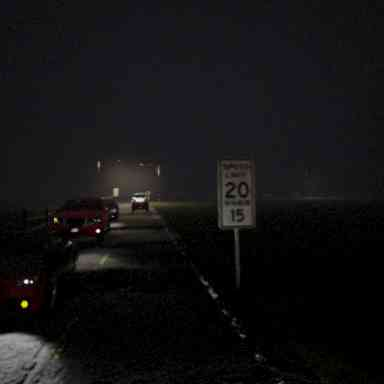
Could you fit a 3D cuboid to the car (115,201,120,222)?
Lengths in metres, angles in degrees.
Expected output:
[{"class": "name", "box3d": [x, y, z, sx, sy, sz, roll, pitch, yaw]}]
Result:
[{"class": "car", "box3d": [-6.914, 1.375, 26.518, 2.097, 1.767, 4.553, -1, 0, -8]}]

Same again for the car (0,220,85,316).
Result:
[{"class": "car", "box3d": [-3.865, 1.602, 7.493, 1.994, 1.385, 4.181, -1, 0, -9]}]

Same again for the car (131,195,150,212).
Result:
[{"class": "car", "box3d": [-5.854, 1.455, 37.829, 2.128, 1.511, 4.902, -1, 0, -9]}]

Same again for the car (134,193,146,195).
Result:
[{"class": "car", "box3d": [-7.441, 1.175, 47.537, 2.150, 2.045, 5.566, -1, 1, -9]}]

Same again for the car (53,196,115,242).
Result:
[{"class": "car", "box3d": [-5.363, 1.253, 16.731, 2.150, 2.045, 5.566, -1, 0, -9]}]
